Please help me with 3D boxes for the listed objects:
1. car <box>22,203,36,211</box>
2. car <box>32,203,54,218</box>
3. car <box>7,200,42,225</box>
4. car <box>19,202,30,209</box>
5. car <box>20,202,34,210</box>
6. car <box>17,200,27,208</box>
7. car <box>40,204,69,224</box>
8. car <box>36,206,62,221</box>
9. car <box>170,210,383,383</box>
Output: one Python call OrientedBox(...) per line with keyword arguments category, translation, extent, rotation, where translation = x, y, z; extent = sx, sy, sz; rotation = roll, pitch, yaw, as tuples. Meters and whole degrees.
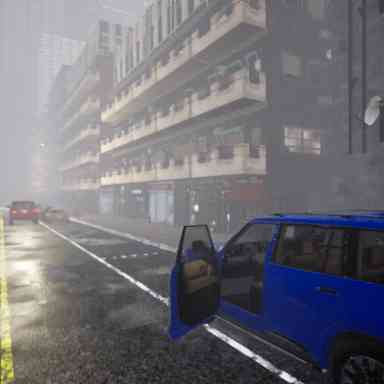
OrientedBox(category="car", translation=(-28.820, 2.597, 58.743), extent=(1.947, 1.339, 4.313), rotation=(-1, -1, -30))
OrientedBox(category="car", translation=(-17.666, 2.120, 39.314), extent=(1.967, 1.590, 4.097), rotation=(-1, -1, -30))
OrientedBox(category="car", translation=(-14.772, 1.734, 29.048), extent=(2.150, 2.045, 5.566), rotation=(0, -1, -30))
OrientedBox(category="car", translation=(-34.484, 2.735, 68.606), extent=(1.752, 1.417, 4.829), rotation=(-1, -1, -30))
OrientedBox(category="car", translation=(-31.611, 2.670, 63.601), extent=(2.008, 1.369, 4.403), rotation=(-1, -1, -30))
OrientedBox(category="car", translation=(-39.980, 2.824, 78.174), extent=(1.967, 1.590, 4.097), rotation=(-1, -1, -30))
OrientedBox(category="car", translation=(-12.170, 2.032, 29.746), extent=(1.752, 1.417, 4.829), rotation=(-1, -1, -30))
OrientedBox(category="car", translation=(-14.874, 2.158, 34.456), extent=(1.947, 1.339, 4.313), rotation=(-1, -1, -30))
OrientedBox(category="car", translation=(1.780, 1.283, 4.880), extent=(2.150, 2.045, 5.566), rotation=(0, -1, -30))
